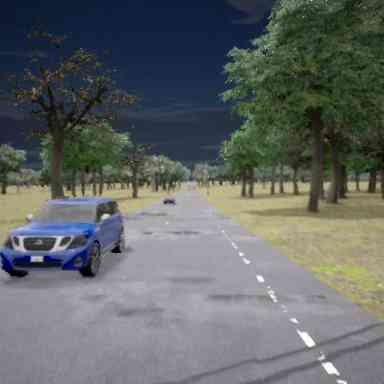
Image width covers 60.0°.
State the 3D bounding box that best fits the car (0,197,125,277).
[{"bbox_3d":[-3.600,1.198,10.484,2.150,2.045,5.566,0,0,0],"label":"car"}]

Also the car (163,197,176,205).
[{"bbox_3d":[-3.569,1.404,52.938,1.895,1.301,4.718,0,0,0],"label":"car"}]
